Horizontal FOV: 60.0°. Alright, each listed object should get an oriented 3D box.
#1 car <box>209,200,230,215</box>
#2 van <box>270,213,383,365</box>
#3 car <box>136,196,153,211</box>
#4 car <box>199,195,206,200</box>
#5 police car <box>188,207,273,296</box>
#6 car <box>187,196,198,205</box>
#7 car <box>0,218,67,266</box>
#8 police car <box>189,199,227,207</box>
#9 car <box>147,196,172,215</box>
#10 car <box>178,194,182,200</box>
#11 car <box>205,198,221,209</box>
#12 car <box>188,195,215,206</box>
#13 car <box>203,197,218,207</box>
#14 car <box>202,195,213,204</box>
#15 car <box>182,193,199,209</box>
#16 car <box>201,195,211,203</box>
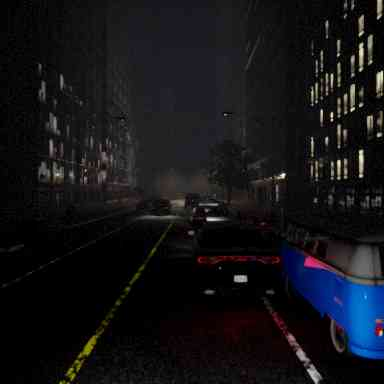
[{"bbox_3d":[2.773,1.578,34.158,1.802,1.307,4.206,0,0,0],"label":"car"},{"bbox_3d":[2.704,1.340,5.697,1.690,1.788,3.998,0,0,0],"label":"van"},{"bbox_3d":[-5.594,1.545,39.875,2.008,1.369,4.403,0,0,0],"label":"car"},{"bbox_3d":[2.911,1.455,91.083,1.887,1.381,4.507,0,0,0],"label":"car"},{"bbox_3d":[0.921,1.425,8.830,1.930,1.638,5.238,0,0,0],"label":"police car"},{"bbox_3d":[0.143,1.475,59.484,1.837,1.490,4.892,0,0,0],"label":"car"},{"bbox_3d":[-5.663,1.581,11.411,1.802,1.307,4.206,0,0,0],"label":"car"},{"bbox_3d":[0.946,1.423,18.830,1.930,1.638,5.238,0,0,0],"label":"police car"},{"bbox_3d":[-3.020,1.474,33.455,1.882,1.535,5.008,0,0,0],"label":"car"},{"bbox_3d":[-2.785,1.421,89.391,1.837,1.490,4.892,0,0,0],"label":"car"},{"bbox_3d":[2.801,1.540,45.543,2.008,1.369,4.403,0,0,0],"label":"car"},{"bbox_3d":[0.959,1.349,24.690,2.097,1.767,4.553,0,0,0],"label":"car"},{"bbox_3d":[2.814,1.534,51.236,2.008,1.369,4.403,0,0,0],"label":"car"},{"bbox_3d":[2.842,1.405,62.621,1.967,1.590,4.097,0,0,0],"label":"car"},{"bbox_3d":[0.112,1.212,44.930,2.150,2.045,5.566,0,0,0],"label":"car"},{"bbox_3d":[2.856,1.396,68.313,1.967,1.590,4.097,0,0,0],"label":"car"}]
